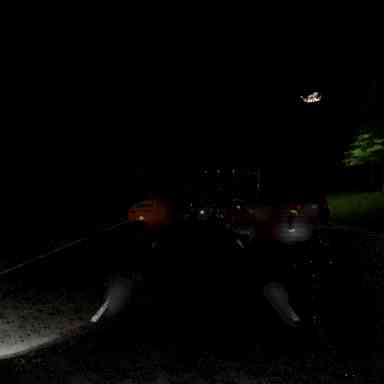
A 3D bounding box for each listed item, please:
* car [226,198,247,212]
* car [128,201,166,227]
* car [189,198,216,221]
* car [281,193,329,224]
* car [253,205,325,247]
[{"bbox_3d":[4.628,1.303,34.769,1.812,1.442,4.674,0,0,2],"label":"car"},{"bbox_3d":[-2.848,1.334,21.801,1.882,1.535,5.008,0,0,2],"label":"car"},{"bbox_3d":[0.796,1.398,25.660,1.994,1.385,4.181,0,0,2],"label":"car"},{"bbox_3d":[7.710,1.074,23.276,2.150,2.045,5.566,0,0,2],"label":"car"},{"bbox_3d":[3.914,1.472,14.522,1.994,1.385,4.181,0,0,2],"label":"car"}]
